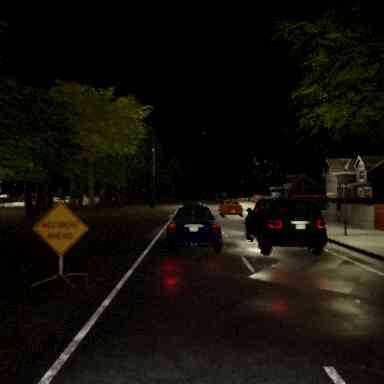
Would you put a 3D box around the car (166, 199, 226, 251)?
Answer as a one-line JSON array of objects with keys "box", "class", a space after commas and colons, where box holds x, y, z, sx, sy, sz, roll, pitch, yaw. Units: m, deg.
[{"box": [0.079, 1.377, 14.293, 2.097, 1.767, 4.553, 0, 0, 0], "class": "car"}]

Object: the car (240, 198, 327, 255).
[{"box": [3.583, 1.244, 13.633, 2.150, 2.045, 5.566, 0, 0, 0], "class": "car"}]

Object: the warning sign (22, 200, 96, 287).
[{"box": [-3.047, 1.132, 7.758, 1.300, 1.860, 1.060, 0, 0, 0], "class": "warning sign"}]

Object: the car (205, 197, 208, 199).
[{"box": [0.079, 1.508, 29.719, 2.128, 1.511, 4.902, 0, 0, 0], "class": "car"}]

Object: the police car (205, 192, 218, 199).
[{"box": [4.801, 1.220, 87.135, 1.930, 1.638, 5.238, 0, 0, 16], "class": "police car"}]

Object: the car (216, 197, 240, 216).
[{"box": [3.583, 1.491, 31.346, 1.882, 1.535, 5.008, 0, 0, 0], "class": "car"}]
